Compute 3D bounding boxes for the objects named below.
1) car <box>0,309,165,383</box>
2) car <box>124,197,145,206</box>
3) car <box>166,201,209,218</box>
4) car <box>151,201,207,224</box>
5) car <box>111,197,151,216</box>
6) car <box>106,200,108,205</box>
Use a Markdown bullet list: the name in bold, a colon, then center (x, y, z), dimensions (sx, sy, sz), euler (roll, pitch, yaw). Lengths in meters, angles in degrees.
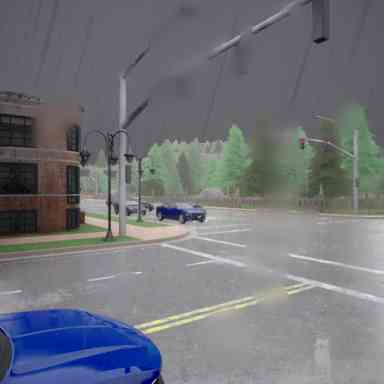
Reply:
- **car**: center (-2.501, 1.478, 1.957), dimensions (5.008, 1.535, 1.882), euler (0, 0, -36)
- **car**: center (-9.828, 1.526, 56.668), dimensions (1.812, 1.442, 4.674), euler (0, 0, -35)
- **car**: center (-0.491, 1.564, 30.776), dimensions (1.994, 1.385, 4.181), euler (0, 0, -35)
- **car**: center (-0.919, 1.478, 25.274), dimensions (1.882, 1.535, 5.008), euler (0, 0, -35)
- **car**: center (-6.195, 1.526, 32.833), dimensions (1.812, 1.442, 4.674), euler (0, 0, -35)
- **car**: center (-12.626, 1.564, 54.562), dimensions (1.994, 1.385, 4.181), euler (0, 0, -35)
